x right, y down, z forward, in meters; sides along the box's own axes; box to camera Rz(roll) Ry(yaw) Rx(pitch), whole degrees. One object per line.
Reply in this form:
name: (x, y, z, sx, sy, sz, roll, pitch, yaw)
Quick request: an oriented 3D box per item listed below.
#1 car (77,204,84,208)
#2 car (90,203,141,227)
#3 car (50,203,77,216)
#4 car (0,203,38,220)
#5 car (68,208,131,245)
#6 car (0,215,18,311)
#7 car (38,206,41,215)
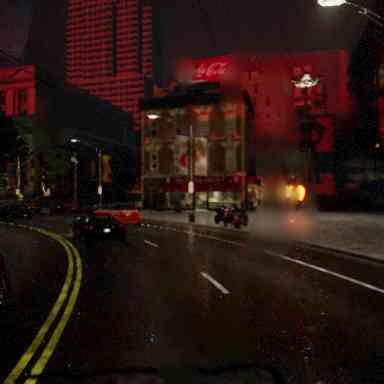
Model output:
car: (-9.389, 1.916, 33.504, 1.895, 1.301, 4.718, 0, -1, -44)
car: (-5.576, 1.577, 24.290, 2.097, 1.767, 4.553, 0, -1, -36)
car: (-13.866, 1.899, 37.081, 4.674, 1.452, 2.002, -1, -1, 36)
car: (-16.366, 1.872, 30.595, 4.674, 1.442, 1.812, -1, -1, 40)
car: (-4.777, 1.726, 16.779, 1.994, 1.385, 4.181, 0, -1, -28)
car: (-4.344, 1.419, 4.723, 2.097, 1.767, 4.553, 0, 0, -12)
car: (-18.569, 1.897, 36.464, 4.902, 1.511, 2.128, -1, -1, 34)
